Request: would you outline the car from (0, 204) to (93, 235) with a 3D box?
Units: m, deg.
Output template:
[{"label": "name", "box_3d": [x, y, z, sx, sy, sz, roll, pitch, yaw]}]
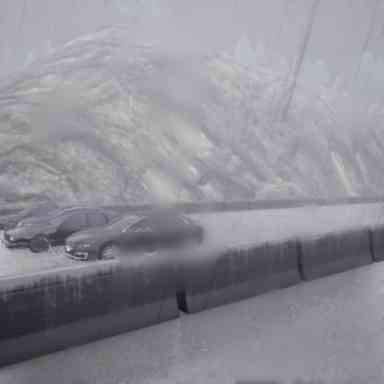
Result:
[{"label": "car", "box_3d": [-8.738, 1.503, 19.295, 5.357, 1.411, 2.033, -1, 0, -36]}]

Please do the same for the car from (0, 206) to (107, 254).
[{"label": "car", "box_3d": [-4.642, 1.503, 13.617, 5.357, 1.411, 2.033, -1, 0, -36]}]

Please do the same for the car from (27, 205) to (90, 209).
[{"label": "car", "box_3d": [-6.095, 1.439, 16.888, 4.902, 1.511, 2.128, -1, 0, -36]}]

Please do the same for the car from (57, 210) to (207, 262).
[{"label": "car", "box_3d": [-1.744, 1.448, 11.395, 4.892, 1.490, 1.837, -1, 0, -36]}]
